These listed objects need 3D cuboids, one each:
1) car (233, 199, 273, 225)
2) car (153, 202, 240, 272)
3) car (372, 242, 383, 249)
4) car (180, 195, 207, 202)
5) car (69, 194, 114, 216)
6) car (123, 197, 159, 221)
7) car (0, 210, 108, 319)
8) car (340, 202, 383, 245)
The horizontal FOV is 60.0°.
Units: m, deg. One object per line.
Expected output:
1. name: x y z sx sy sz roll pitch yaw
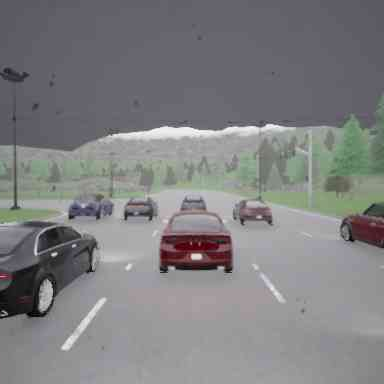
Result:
1. car: 3.616 1.128 20.194 1.812 1.442 4.674 0 1 0
2. car: 0.104 1.277 10.101 1.882 1.535 5.008 0 1 0
3. car: 3.604 1.504 2.033 2.033 1.411 5.357 0 1 0
4. car: 0.122 0.980 26.160 2.128 1.511 4.902 0 1 0
5. car: -6.881 0.898 23.164 2.097 1.767 4.553 0 1 0
6. car: -3.381 1.047 22.671 2.128 1.511 4.902 0 1 0
7. car: -3.402 1.364 7.073 1.837 1.490 4.892 0 1 0
8. car: 7.110 1.119 11.739 2.097 1.767 4.553 0 1 0
